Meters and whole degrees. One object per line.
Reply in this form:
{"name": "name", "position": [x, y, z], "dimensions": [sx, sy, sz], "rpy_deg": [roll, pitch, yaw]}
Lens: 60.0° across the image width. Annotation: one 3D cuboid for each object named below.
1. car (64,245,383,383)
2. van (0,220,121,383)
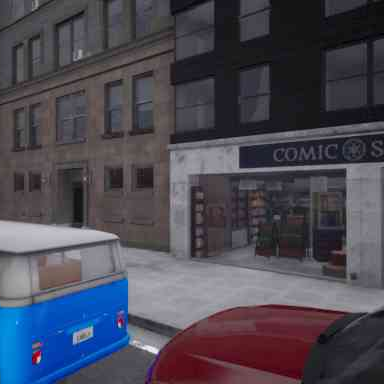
{"name": "car", "position": [1.917, 1.315, 1.442], "dimensions": [5.009, 1.841, 2.192], "rpy_deg": [0, 0, 36]}
{"name": "van", "position": [-2.704, 1.341, 4.743], "dimensions": [3.998, 1.788, 1.690], "rpy_deg": [0, 0, 36]}
